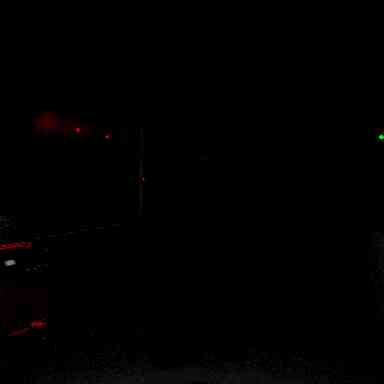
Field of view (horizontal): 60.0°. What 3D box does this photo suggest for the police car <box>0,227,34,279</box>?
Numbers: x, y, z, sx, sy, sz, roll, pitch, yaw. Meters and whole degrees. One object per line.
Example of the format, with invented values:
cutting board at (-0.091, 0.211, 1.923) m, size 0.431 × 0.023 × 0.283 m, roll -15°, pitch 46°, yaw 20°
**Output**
police car at (-6.542, 1.425, 8.703) m, size 5.238 × 1.638 × 1.930 m, roll 0°, pitch 0°, yaw 24°
